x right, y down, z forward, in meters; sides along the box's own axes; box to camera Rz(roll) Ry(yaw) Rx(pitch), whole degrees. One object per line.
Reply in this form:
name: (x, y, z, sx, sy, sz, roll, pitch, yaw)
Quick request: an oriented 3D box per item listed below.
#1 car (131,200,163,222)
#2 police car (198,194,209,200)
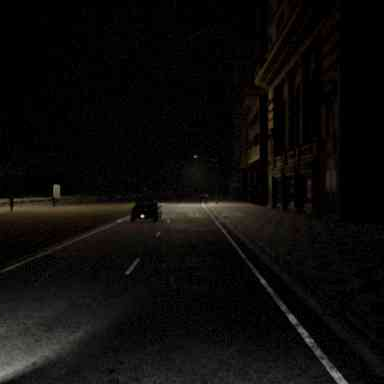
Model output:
car: (-3.393, 1.396, 25.203, 1.837, 1.490, 4.892, 0, 0, 0)
police car: (2.692, 1.296, 88.146, 1.930, 1.638, 5.238, 0, 0, 5)
